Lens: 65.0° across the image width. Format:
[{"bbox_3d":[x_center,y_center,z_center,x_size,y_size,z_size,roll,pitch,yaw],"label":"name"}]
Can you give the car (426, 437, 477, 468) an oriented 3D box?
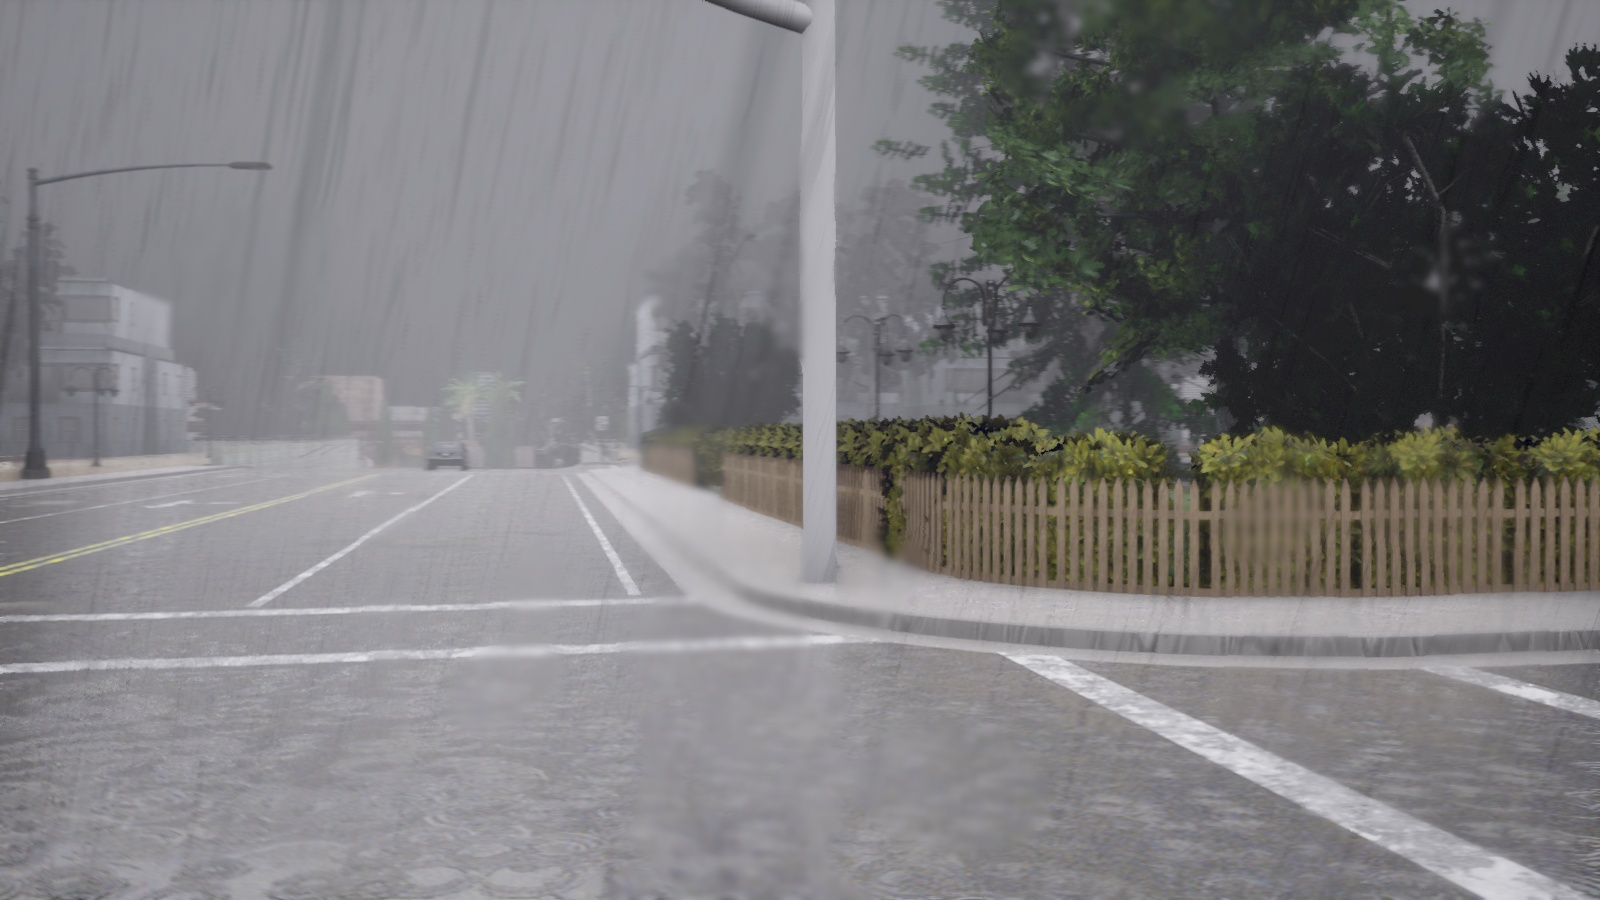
[{"bbox_3d":[-16.871,0.138,60.967,2.033,1.411,5.357,1,0,-12],"label":"car"}]
